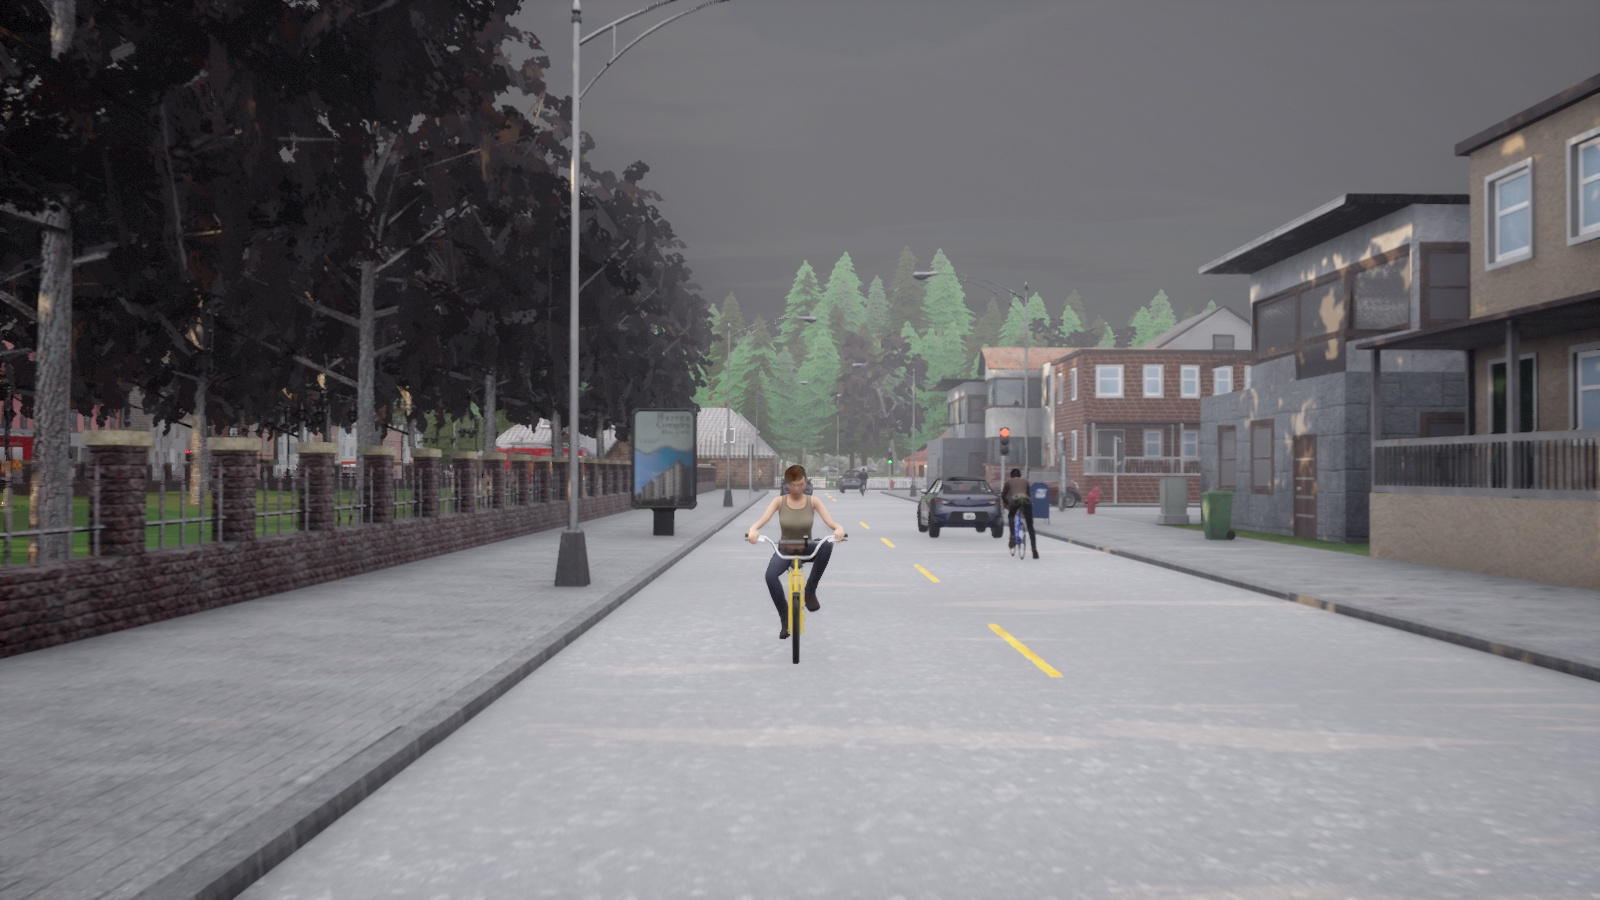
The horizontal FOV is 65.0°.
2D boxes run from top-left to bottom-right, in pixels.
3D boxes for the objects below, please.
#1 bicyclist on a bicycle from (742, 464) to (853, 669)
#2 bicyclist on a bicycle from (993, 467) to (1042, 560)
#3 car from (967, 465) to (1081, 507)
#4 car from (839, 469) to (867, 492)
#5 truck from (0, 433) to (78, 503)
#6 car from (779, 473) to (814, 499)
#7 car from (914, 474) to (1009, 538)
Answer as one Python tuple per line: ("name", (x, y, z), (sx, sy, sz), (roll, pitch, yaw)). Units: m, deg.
("bicyclist on a bicycle", (-0.023, 0.930, 10.663), (0.866, 1.612, 1.509), (0, -1, 0))
("bicyclist on a bicycle", (3.953, 1.136, 22.894), (0.582, 1.620, 1.656), (0, -1, 0))
("car", (9.657, 1.548, 54.412), (4.553, 1.767, 2.097), (0, -1, -1))
("car", (3.812, 2.234, 91.536), (1.851, 1.617, 3.988), (0, -1, 0))
("truck", (-45.450, 1.045, 72.281), (2.891, 3.827, 8.468), (0, -1, 0))
("car", (-0.218, 2.044, 72.366), (1.816, 1.474, 4.193), (0, -1, -3))
("car", (3.933, 1.337, 31.209), (1.816, 1.474, 4.193), (0, -1, 0))
